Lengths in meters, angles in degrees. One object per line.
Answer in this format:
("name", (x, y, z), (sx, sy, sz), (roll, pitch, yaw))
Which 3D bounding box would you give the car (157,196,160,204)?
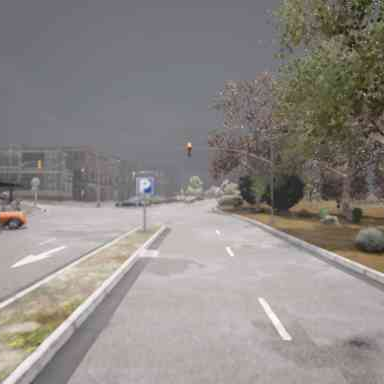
("car", (-10.019, 2.107, 72.149), (4.892, 1.521, 2.231), (-1, -1, -14))

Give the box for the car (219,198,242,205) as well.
("car", (8.711, 2.113, 74.592), (4.674, 1.452, 2.002), (1, -1, -13))

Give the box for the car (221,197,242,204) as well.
("car", (9.450, 2.005, 80.461), (4.553, 1.767, 2.185), (1, -1, -12))

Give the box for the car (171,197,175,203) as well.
("car", (-8.011, 2.014, 87.136), (5.566, 2.045, 2.435), (-1, -1, -12))

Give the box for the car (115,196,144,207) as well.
("car", (-11.450, 2.014, 60.194), (4.792, 1.488, 2.163), (-1, 0, -15))

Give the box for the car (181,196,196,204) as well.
("car", (-0.784, 2.229, 82.956), (1.812, 1.442, 4.674), (0, -1, 8))

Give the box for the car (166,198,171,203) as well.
("car", (-8.461, 2.273, 84.127), (4.674, 1.452, 2.002), (-1, 0, -12))

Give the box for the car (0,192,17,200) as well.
("car", (-28.170, 0.693, 51.075), (2.002, 1.452, 4.674), (6, -3, -19))

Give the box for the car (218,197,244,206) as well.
("car", (7.661, 1.858, 65.762), (4.553, 1.767, 2.185), (1, -1, -14))

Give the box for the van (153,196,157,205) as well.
("van", (-10.247, 1.846, 69.181), (4.442, 1.987, 1.878), (-1, -1, -14))

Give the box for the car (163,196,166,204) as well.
("car", (-9.275, 2.210, 78.145), (4.674, 1.452, 2.002), (-1, -1, -13))

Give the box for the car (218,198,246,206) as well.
("car", (8.196, 2.013, 68.754), (5.366, 1.575, 1.946), (1, -1, -13))

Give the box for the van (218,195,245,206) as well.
("van", (7.277, 1.727, 62.793), (4.442, 1.987, 1.878), (1, 0, -14))

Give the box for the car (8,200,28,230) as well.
("car", (-13.630, 1.648, 22.389), (4.553, 1.767, 2.185), (-1, -1, -19))

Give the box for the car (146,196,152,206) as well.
("car", (-10.806, 2.003, 63.186), (5.366, 1.575, 1.946), (-1, -1, -15))

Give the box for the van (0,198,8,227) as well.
("van", (-13.605, 1.509, 19.413), (4.442, 1.987, 1.878), (-1, -1, -19))

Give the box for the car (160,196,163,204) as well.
("car", (-9.647, 2.178, 75.144), (4.674, 1.452, 2.002), (-1, 0, -13))

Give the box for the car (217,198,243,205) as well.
("car", (8.178, 2.038, 71.605), (5.366, 1.575, 1.946), (1, 0, -13))
